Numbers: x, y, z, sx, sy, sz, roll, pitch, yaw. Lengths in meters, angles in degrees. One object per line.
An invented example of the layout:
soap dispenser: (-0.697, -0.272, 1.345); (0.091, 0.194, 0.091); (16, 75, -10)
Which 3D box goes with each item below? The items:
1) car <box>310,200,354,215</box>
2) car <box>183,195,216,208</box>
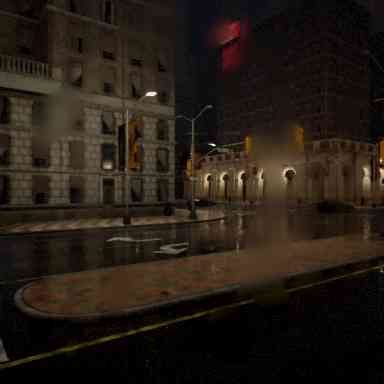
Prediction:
car: (14.434, 1.564, 34.317); (4.181, 1.385, 1.994); (0, 0, 41)
car: (1.364, 1.548, 49.928); (2.033, 1.411, 5.357); (0, 0, -35)
